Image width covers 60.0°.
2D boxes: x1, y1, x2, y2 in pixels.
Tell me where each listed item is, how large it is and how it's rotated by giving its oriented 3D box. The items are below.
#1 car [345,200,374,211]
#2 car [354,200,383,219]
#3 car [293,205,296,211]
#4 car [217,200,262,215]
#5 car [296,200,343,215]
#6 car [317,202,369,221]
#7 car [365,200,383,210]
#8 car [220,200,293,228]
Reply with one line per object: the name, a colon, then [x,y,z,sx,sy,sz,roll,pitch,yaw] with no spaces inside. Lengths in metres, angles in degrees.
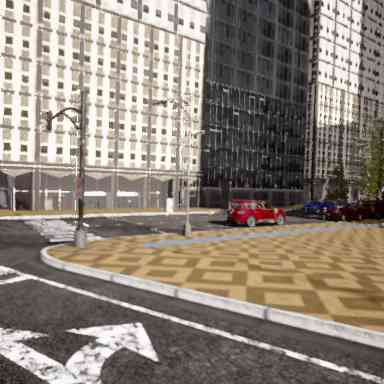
car: [23.632,1.852,47.005,4.206,1.307,1.802,1,2,-34]
car: [18.729,1.737,34.094,5.009,1.841,2.192,1,2,-34]
car: [14.137,1.661,40.504,4.829,1.417,1.752,1,2,-34]
car: [4.921,1.556,34.198,4.403,1.369,2.008,1,2,-34]
car: [14.513,1.688,37.761,5.008,1.535,1.882,1,2,-34]
car: [14.044,1.901,30.898,4.507,1.381,1.887,1,2,-34]
car: [28.311,1.903,50.206,4.313,1.339,1.947,1,2,-34]
car: [4.695,1.539,24.490,5.009,1.841,2.192,1,2,-34]
